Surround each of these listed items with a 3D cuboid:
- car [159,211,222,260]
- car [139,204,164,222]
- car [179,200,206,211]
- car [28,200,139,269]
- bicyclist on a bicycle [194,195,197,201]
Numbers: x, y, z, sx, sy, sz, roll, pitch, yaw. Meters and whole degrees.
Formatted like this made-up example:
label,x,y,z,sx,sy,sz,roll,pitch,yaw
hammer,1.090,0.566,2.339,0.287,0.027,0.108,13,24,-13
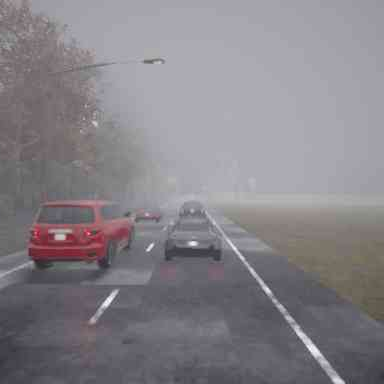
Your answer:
label,x,y,z,sx,sy,sz,roll,pitch,yaw
car,0.048,1.634,12.703,1.994,1.385,4.181,0,0,1
car,-3.448,1.714,27.717,1.994,1.385,4.181,0,0,0
car,0.051,1.499,27.488,2.097,1.767,4.553,0,0,0
car,-3.461,1.285,11.474,2.150,2.045,5.566,0,0,0
bicyclist on a bicycle,0.974,1.920,88.836,0.866,1.612,1.509,0,0,0
